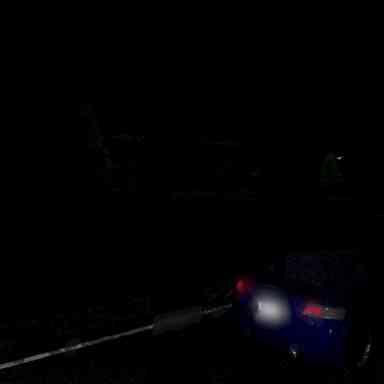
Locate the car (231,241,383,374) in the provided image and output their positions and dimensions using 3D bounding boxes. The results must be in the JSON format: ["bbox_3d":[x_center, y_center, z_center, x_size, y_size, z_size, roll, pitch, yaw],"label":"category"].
[{"bbox_3d":[2.680,1.562,5.662,4.181,1.385,1.994,0,0,-35],"label":"car"}]
